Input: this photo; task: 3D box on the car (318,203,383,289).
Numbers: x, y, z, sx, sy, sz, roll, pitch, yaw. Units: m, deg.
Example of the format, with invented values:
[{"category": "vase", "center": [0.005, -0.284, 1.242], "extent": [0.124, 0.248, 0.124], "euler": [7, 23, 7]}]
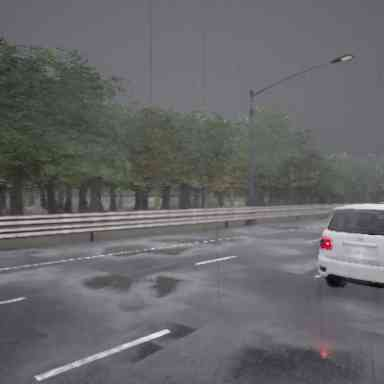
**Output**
[{"category": "car", "center": [5.308, 1.310, 8.522], "extent": [5.566, 2.045, 2.150], "euler": [1, -1, -44]}]
